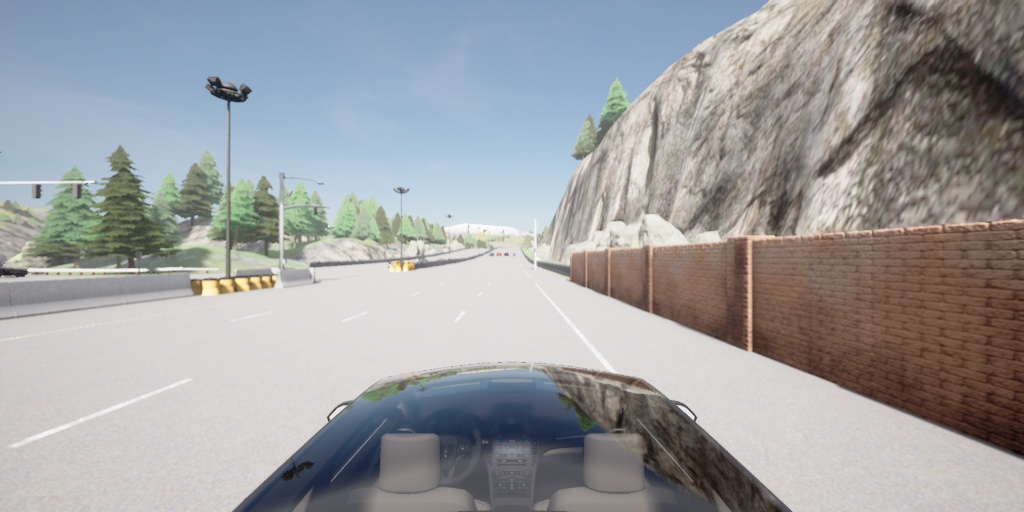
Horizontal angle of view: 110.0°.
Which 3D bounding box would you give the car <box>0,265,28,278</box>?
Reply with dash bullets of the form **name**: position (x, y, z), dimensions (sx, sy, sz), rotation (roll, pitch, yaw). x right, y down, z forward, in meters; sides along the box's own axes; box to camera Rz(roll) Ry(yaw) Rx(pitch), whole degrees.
- **car**: position (-49.202, 1.467, 34.222), dimensions (4.718, 1.301, 1.895), rotation (0, 0, 8)
